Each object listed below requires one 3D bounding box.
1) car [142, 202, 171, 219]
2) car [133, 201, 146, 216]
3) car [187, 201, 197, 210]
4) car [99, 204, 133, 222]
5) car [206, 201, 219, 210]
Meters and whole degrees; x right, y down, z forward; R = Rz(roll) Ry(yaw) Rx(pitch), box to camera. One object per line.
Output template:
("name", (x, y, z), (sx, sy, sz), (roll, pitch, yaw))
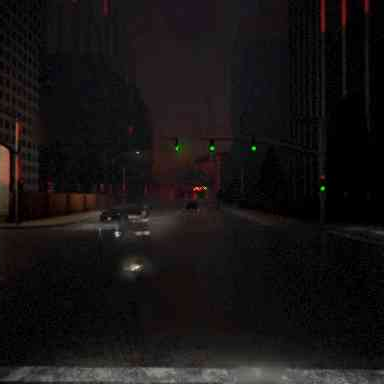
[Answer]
("car", (-3.595, 2.016, 34.420), (1.994, 1.385, 4.181), (0, -1, 0))
("car", (-7.089, 2.083, 39.586), (1.994, 1.385, 4.181), (0, -1, 0))
("car", (0.004, 2.283, 56.151), (2.033, 1.411, 5.357), (0, -1, 0))
("car", (-7.097, 2.005, 30.790), (1.895, 1.301, 4.718), (0, -1, 0))
("car", (3.504, 2.261, 56.151), (1.812, 1.442, 4.674), (0, -1, 0))
